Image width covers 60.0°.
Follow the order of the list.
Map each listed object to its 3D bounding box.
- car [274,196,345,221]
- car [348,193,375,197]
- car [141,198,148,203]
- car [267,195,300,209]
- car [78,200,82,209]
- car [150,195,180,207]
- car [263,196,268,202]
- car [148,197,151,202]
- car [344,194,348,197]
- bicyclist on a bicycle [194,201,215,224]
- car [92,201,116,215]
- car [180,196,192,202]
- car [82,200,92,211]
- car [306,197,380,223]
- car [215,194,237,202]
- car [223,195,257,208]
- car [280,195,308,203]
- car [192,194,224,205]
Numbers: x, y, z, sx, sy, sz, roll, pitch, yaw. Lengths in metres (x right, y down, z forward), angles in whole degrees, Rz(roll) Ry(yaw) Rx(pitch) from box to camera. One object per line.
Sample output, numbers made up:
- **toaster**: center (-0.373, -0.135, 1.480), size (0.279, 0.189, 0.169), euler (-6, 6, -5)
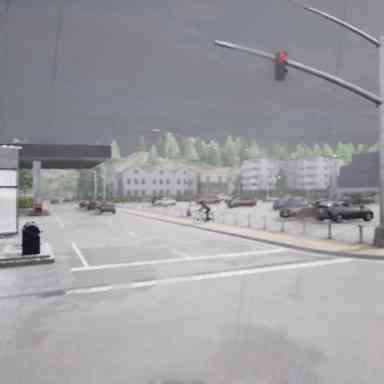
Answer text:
- **car**: center (9.465, 1.399, 26.552), size (5.027, 1.636, 2.152), euler (-1, 0, -25)
- **car**: center (26.967, 1.121, 51.457), size (4.605, 1.855, 1.932), euler (-1, 0, -25)
- **car**: center (-10.480, 2.023, 83.598), size (4.902, 1.511, 2.128), euler (-1, 0, -24)
- **car**: center (11.565, 1.456, 40.510), size (3.633, 1.501, 1.845), euler (-1, 0, -25)
- **car**: center (-18.442, 2.117, 57.599), size (1.837, 1.490, 4.892), euler (-1, 0, -24)
- **car**: center (-4.721, 1.808, 57.732), size (3.806, 1.475, 1.970), euler (-1, 0, -25)
- **car**: center (17.170, 1.506, 71.297), size (3.806, 1.475, 1.970), euler (-1, 0, -25)
- **car**: center (-5.540, 1.556, 61.014), size (3.866, 1.878, 1.905), euler (-1, 0, -25)
- **car**: center (25.392, 1.136, 53.934), size (3.866, 1.878, 1.905), euler (-1, 0, -25)
- **bicyclist on a bicycle**: center (0.862, 1.453, 23.607), size (1.656, 1.620, 0.582), euler (-1, 0, -24)
- **car**: center (-10.236, 1.895, 39.207), size (1.837, 1.490, 4.892), euler (-1, 0, -24)
- **car**: center (-1.140, 1.891, 87.801), size (5.008, 1.535, 1.882), euler (-1, 0, -24)
- **car**: center (-14.376, 1.980, 48.487), size (1.882, 1.535, 5.008), euler (-1, 0, -24)
- **car**: center (10.807, 1.373, 23.717), size (4.514, 1.523, 2.007), euler (-1, 0, -25)
- **car**: center (8.994, 1.521, 88.526), size (5.566, 2.045, 2.150), euler (-1, 0, -24)
- **car**: center (7.479, 1.544, 49.629), size (4.514, 1.523, 2.007), euler (-1, 0, -25)
- **car**: center (20.112, 1.354, 65.586), size (5.027, 1.636, 2.152), euler (-1, 0, -25)
- **car**: center (2.983, 1.476, 61.269), size (4.605, 1.855, 1.932), euler (-1, 0, -25)
